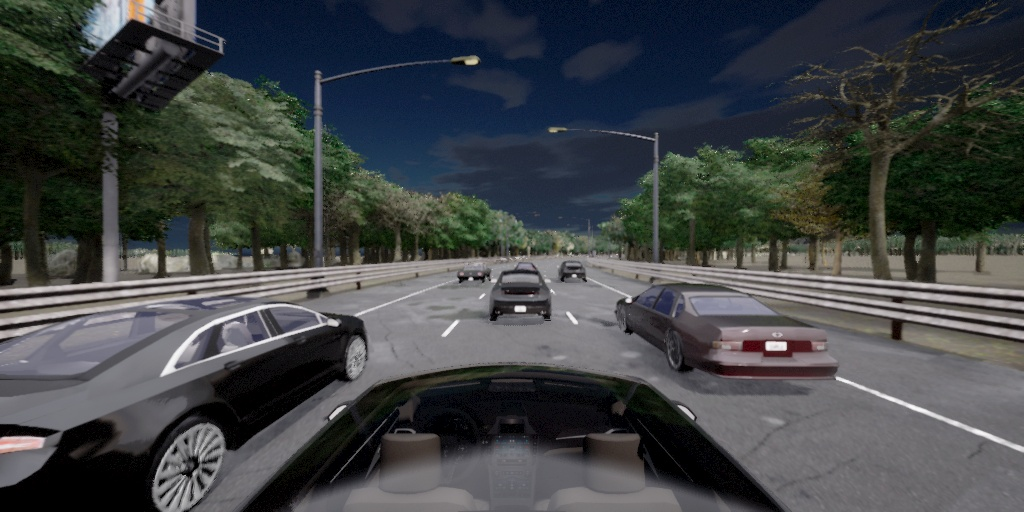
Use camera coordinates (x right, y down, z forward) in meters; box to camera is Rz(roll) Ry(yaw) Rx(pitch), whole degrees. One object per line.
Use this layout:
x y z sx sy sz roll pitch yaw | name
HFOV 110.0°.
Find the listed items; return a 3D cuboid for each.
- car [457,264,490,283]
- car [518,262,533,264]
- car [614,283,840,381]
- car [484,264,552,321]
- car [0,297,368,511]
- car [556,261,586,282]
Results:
-2.587 1.219 25.959 1.895 1.301 4.718 0 0 3 | car
1.080 1.173 28.207 1.994 1.385 4.181 0 0 4 | car
3.672 1.269 7.434 2.033 1.411 5.357 0 0 1 | car
0.300 1.197 12.268 1.837 1.490 4.892 0 0 2 | car
-3.357 1.226 4.171 2.128 1.511 4.902 0 0 0 | car
4.541 1.121 27.536 1.837 1.490 4.892 0 0 4 | car
